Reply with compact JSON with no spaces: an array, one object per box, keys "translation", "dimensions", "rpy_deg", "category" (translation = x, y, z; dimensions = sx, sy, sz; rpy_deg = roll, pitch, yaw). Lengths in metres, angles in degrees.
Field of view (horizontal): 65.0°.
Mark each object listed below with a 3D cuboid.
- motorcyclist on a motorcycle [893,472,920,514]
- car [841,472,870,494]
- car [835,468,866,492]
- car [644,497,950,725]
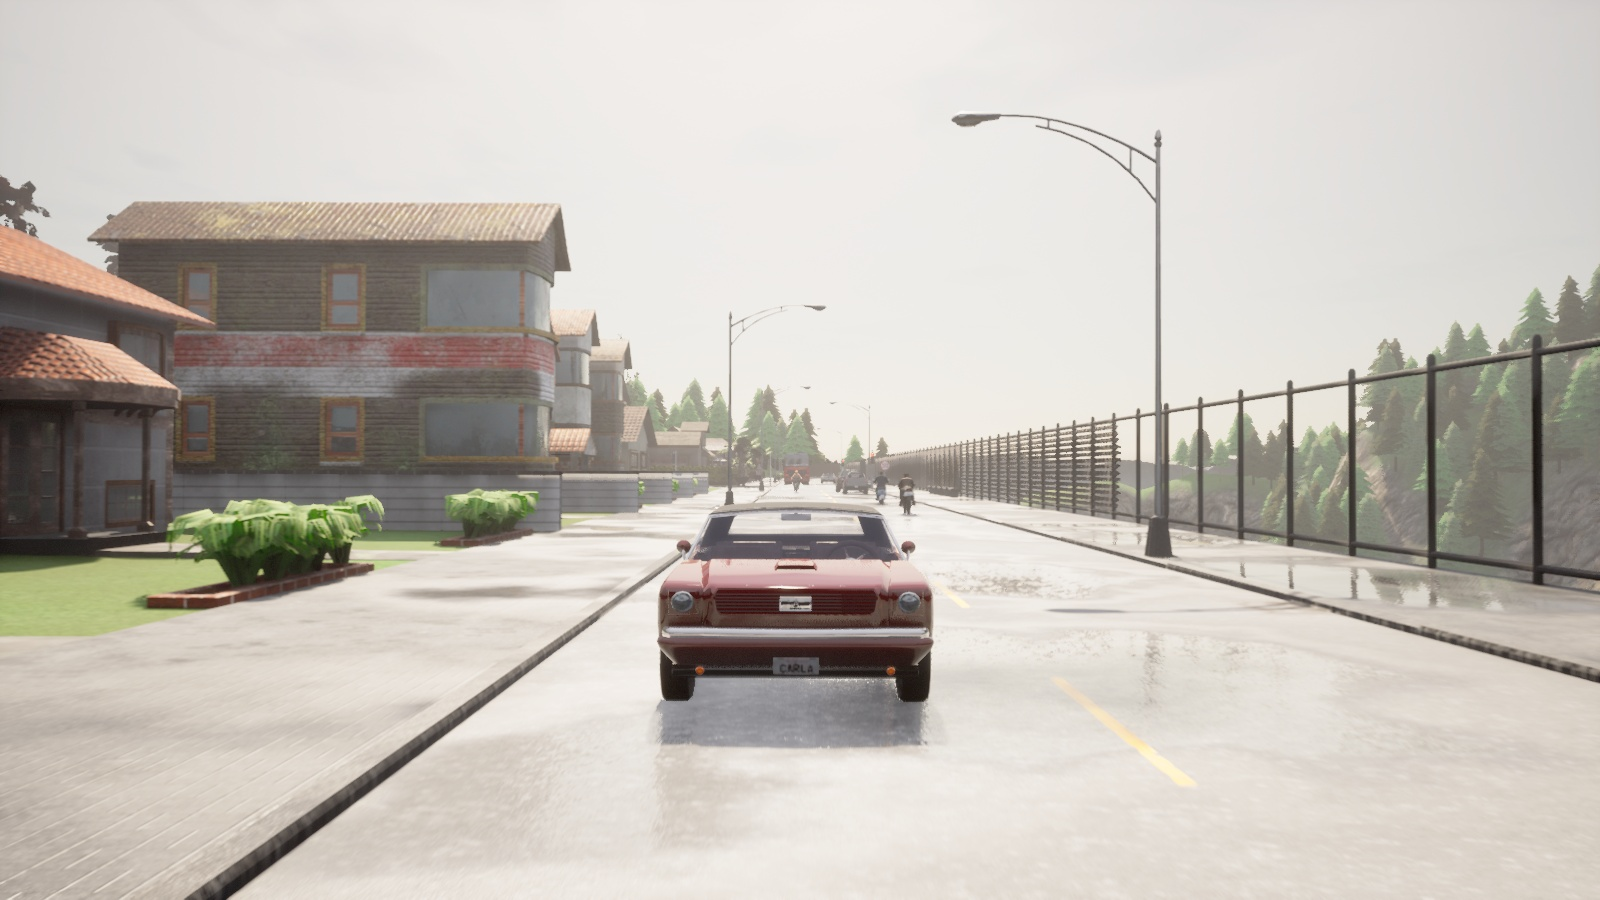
[{"translation":[3.889,1.549,45.860],"dimensions":[0.797,1.523,2.044],"rpy_deg":[0,-1,0],"category":"motorcyclist on a motorcycle"},{"translation":[3.791,2.256,86.202],"dimensions":[1.845,1.501,3.633],"rpy_deg":[0,-1,0],"category":"car"},{"translation":[3.770,2.245,94.779],"dimensions":[2.097,1.767,4.553],"rpy_deg":[0,-1,0],"category":"car"},{"translation":[-0.024,1.085,10.146],"dimensions":[1.895,1.301,4.718],"rpy_deg":[0,-1,0],"category":"car"}]
